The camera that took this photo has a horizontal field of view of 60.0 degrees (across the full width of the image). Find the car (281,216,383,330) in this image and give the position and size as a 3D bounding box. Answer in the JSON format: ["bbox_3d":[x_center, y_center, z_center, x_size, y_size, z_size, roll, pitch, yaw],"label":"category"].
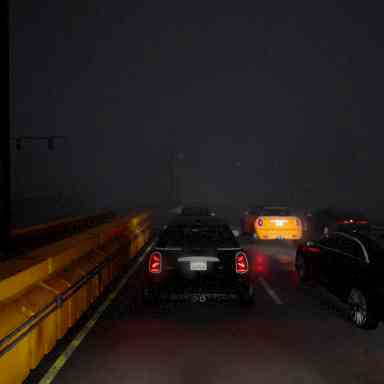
[{"bbox_3d":[3.621,1.492,6.872,2.128,1.511,4.902,0,0,0],"label":"car"}]

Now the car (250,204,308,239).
[{"bbox_3d":[3.655,1.352,15.983,2.097,1.767,4.553,0,0,0],"label":"car"}]

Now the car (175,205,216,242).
[{"bbox_3d":[0.158,1.505,17.288,1.837,1.490,4.892,0,0,0],"label":"car"}]

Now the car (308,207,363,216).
[{"bbox_3d":[7.157,1.505,16.852,1.837,1.490,4.892,0,0,0],"label":"car"}]

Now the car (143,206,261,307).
[{"bbox_3d":[0.125,1.352,8.112,2.097,1.767,4.553,0,0,0],"label":"car"}]
